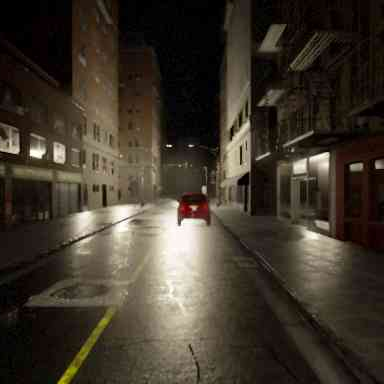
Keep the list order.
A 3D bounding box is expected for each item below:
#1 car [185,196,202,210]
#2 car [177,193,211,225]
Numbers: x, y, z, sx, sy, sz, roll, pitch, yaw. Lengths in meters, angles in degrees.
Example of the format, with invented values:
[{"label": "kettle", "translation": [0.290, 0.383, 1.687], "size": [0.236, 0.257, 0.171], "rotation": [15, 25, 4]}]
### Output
[{"label": "car", "translation": [0.151, 1.257, 39.320], "size": [1.882, 1.535, 5.008], "rotation": [0, 0, -1]}, {"label": "car", "translation": [0.131, 1.089, 22.877], "size": [2.150, 2.045, 5.566], "rotation": [0, 0, 0]}]
